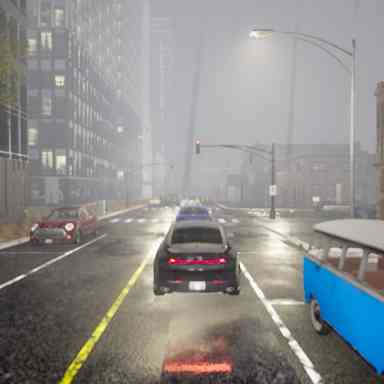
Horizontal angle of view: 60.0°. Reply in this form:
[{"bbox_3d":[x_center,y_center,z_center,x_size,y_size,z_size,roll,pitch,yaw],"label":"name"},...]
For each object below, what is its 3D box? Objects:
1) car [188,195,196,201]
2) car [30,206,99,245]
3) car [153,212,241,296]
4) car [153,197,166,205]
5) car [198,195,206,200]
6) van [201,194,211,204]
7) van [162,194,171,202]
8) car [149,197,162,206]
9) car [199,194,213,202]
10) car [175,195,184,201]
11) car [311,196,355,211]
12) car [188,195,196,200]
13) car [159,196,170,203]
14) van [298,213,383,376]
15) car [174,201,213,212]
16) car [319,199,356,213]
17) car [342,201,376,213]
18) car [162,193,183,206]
[{"bbox_3d":[-0.016,1.454,79.692,1.837,1.490,4.892,0,0,0],"label":"car"},{"bbox_3d":[-5.707,1.431,15.225,1.967,1.590,4.097,-1,0,0],"label":"car"},{"bbox_3d":[0.097,1.499,8.627,1.837,1.490,4.892,0,0,0],"label":"car"},{"bbox_3d":[-5.680,1.532,58.816,1.947,1.339,4.313,-1,0,0],"label":"car"},{"bbox_3d":[2.660,1.501,92.628,2.008,1.369,4.403,-1,0,0],"label":"car"},{"bbox_3d":[2.662,1.304,64.407,1.690,1.788,3.998,-1,0,0],"label":"van"},{"bbox_3d":[-5.687,1.299,75.749,1.690,1.788,3.998,-1,0,0],"label":"van"},{"bbox_3d":[-5.850,1.494,53.002,1.752,1.417,4.829,-1,0,0],"label":"car"},{"bbox_3d":[2.665,1.406,58.763,1.967,1.590,4.097,-1,0,0],"label":"car"},{"bbox_3d":[-3.016,1.457,83.956,2.128,1.511,4.902,0,0,0],"label":"car"},{"bbox_3d":[16.518,1.398,38.477,5.009,1.841,2.192,1,0,1],"label":"car"},{"bbox_3d":[-0.018,1.412,90.106,2.033,1.411,5.357,0,0,0],"label":"car"},{"bbox_3d":[-5.682,1.526,70.105,1.947,1.339,4.313,-1,0,0],"label":"car"},{"bbox_3d":[2.674,1.339,4.142,1.690,1.788,3.998,-1,0,0],"label":"van"},{"bbox_3d":[0.088,1.466,18.115,1.882,1.535,5.008,0,0,0],"label":"car"},{"bbox_3d":[16.672,1.727,35.886,4.718,1.301,1.895,1,1,1],"label":"car"},{"bbox_3d":[16.411,1.783,30.101,4.313,1.339,1.947,1,0,1],"label":"car"},{"bbox_3d":[-3.108,1.191,53.164,2.150,2.045,5.566,0,0,1],"label":"car"}]
